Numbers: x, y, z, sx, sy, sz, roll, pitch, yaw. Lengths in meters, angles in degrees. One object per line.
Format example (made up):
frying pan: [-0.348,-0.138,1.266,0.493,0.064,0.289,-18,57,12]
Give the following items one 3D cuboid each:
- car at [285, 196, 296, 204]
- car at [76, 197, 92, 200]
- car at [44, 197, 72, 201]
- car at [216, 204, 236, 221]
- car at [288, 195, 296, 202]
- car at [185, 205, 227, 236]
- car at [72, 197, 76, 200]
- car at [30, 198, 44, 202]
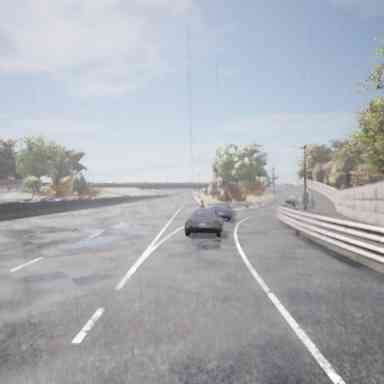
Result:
car: [22.800,2.156,77.851,1.882,1.535,5.008,0,2,20]
car: [-24.525,1.879,77.320,1.837,1.490,4.892,0,0,0]
car: [-24.523,1.834,61.173,2.033,1.411,5.357,0,0,0]
car: [2.705,1.760,29.244,1.994,1.385,4.181,2,-1,14]
car: [26.292,1.647,87.332,1.812,1.442,4.674,0,3,19]
car: [0.794,1.655,19.030,1.994,1.385,4.181,0,0,7]
car: [-28.025,1.903,77.183,2.128,1.511,4.902,0,0,0]
car: [-28.020,1.830,61.017,2.033,1.411,5.357,0,0,0]
